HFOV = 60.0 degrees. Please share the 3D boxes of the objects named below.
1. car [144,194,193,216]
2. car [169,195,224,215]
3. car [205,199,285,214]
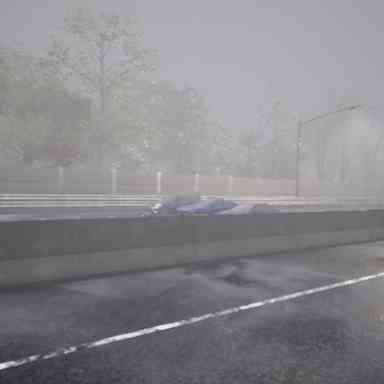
[{"bbox_3d":[-1.138,0.915,23.831,4.553,1.767,2.097,1,1,-34],"label":"car"},{"bbox_3d":[1.319,1.150,21.270,5.008,1.535,1.882,1,1,-34],"label":"car"},{"bbox_3d":[3.264,1.299,18.347,4.674,1.442,1.812,1,1,-34],"label":"car"}]
